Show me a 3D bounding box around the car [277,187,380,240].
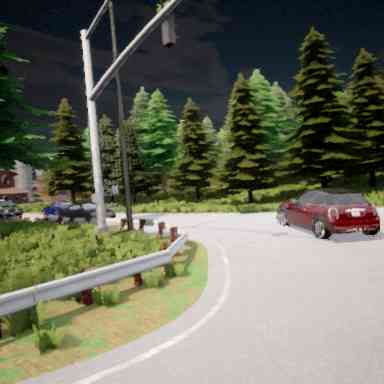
[{"bbox_3d":[5.177,0.644,13.324,2.097,1.767,4.553,-3,4,-9],"label":"car"}]

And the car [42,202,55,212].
[{"bbox_3d":[-12.931,1.627,32.553,4.674,1.442,1.812,-3,2,42],"label":"car"}]

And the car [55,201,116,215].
[{"bbox_3d":[-7.013,1.413,22.336,4.674,1.442,1.812,-3,2,42],"label":"car"}]

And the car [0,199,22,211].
[{"bbox_3d":[-18.710,1.788,32.750,5.566,2.045,2.150,-3,3,42],"label":"car"}]
